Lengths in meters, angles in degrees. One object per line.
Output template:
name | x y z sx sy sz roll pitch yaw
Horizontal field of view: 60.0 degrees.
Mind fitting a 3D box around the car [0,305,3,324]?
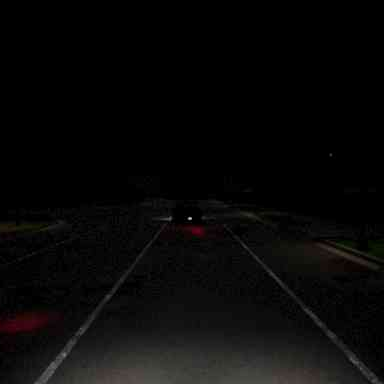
car | -3.593 1.546 2.321 2.033 1.411 5.357 0 0 0

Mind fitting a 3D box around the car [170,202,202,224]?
car | -0.465 1.495 24.381 1.837 1.490 4.892 0 0 -8
